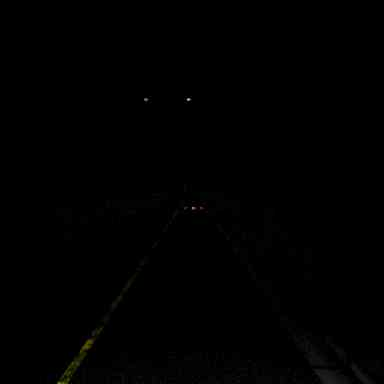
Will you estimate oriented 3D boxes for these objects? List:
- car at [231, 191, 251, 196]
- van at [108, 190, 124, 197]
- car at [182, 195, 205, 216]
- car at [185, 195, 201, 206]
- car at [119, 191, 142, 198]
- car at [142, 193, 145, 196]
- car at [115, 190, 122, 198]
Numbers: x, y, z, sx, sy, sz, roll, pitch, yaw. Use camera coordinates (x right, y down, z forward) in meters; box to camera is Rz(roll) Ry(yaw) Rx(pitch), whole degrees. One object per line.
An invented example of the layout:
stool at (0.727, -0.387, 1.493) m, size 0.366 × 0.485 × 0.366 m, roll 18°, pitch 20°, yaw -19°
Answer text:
car at (11.746, 0.502, 82.800) m, size 4.313 × 1.339 × 1.947 m, roll -1°, pitch 2°, yaw 0°
van at (-20.891, 0.434, 91.409) m, size 3.998 × 1.788 × 1.690 m, roll -1°, pitch 2°, yaw 0°
car at (0.121, 1.283, 28.496) m, size 2.033 × 1.411 × 5.357 m, roll 0°, pitch 1°, yaw 0°
car at (0.135, 1.115, 45.192) m, size 1.994 × 1.385 × 4.181 m, roll 0°, pitch 1°, yaw 0°
car at (-15.222, 0.811, 82.878) m, size 4.206 × 1.307 × 1.802 m, roll -1°, pitch 2°, yaw 0°
car at (-15.379, 0.563, 91.399) m, size 4.829 × 1.417 × 1.752 m, roll -1°, pitch 2°, yaw 0°
car at (-20.905, 0.602, 82.885) m, size 5.009 × 1.841 × 2.192 m, roll -1°, pitch 2°, yaw 0°
